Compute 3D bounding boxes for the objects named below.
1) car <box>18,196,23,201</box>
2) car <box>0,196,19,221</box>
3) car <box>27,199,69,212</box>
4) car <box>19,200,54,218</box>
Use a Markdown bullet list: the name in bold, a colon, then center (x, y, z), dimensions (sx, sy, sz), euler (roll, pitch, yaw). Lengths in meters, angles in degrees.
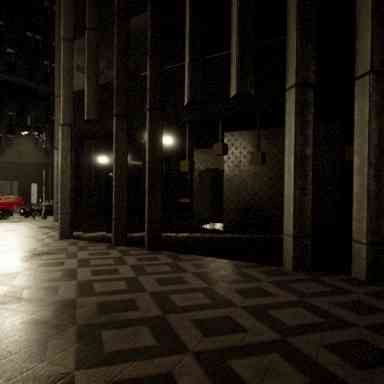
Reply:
- **car**: center (-20.848, 1.353, 36.167), dimensions (2.192, 1.841, 5.009), euler (1, 0, 35)
- **car**: center (-17.147, 1.463, 26.631), dimensions (2.192, 1.841, 5.009), euler (1, 0, 35)
- **car**: center (-17.596, 1.634, 40.776), dimensions (1.947, 1.339, 4.313), euler (1, 0, 35)
- **car**: center (-13.895, 1.742, 31.242), dimensions (1.947, 1.339, 4.313), euler (1, 0, 35)
